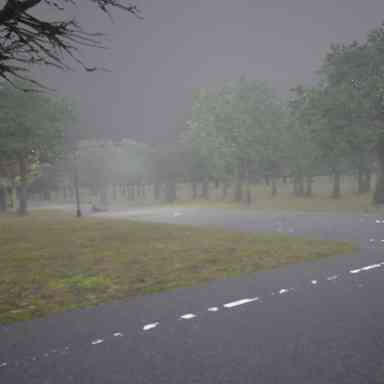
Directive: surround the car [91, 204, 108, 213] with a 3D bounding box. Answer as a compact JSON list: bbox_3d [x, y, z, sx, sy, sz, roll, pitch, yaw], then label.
[{"bbox_3d":[-16.483,2.946,58.863,1.837,1.490,4.892,-5,2,-33],"label":"car"}]
